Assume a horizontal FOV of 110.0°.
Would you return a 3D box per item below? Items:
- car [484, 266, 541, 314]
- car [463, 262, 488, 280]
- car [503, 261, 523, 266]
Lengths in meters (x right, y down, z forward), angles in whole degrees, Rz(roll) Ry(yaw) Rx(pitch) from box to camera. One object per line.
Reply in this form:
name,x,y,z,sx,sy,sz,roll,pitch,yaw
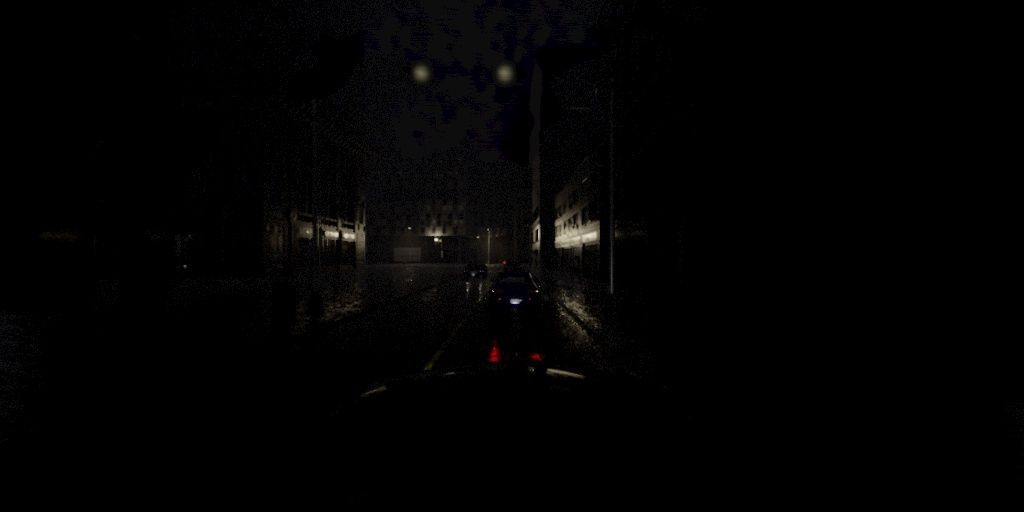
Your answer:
car,0.096,1.275,13.755,1.812,1.442,4.674,0,0,0
car,-3.104,1.239,31.245,2.128,1.511,4.902,0,0,0
car,0.091,1.239,36.261,2.128,1.511,4.902,0,0,0
